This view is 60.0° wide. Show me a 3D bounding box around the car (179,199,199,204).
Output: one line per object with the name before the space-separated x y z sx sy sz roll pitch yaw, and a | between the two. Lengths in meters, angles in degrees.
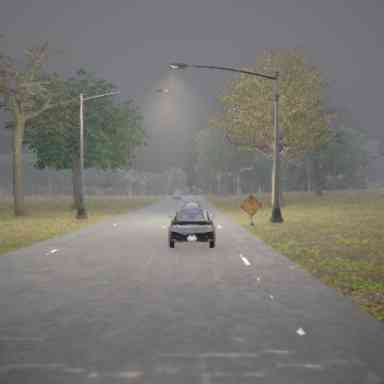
car | 0.000 1.529 29.669 1.994 1.385 4.181 0 0 0

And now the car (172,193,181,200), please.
car | -3.501 0.979 76.051 2.097 1.767 4.553 0 0 0

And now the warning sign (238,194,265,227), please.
warning sign | 3.513 1.096 19.713 1.300 1.860 1.060 -2 -2 0

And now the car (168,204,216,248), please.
car | 0.000 1.486 14.659 2.128 1.511 4.902 0 0 0
